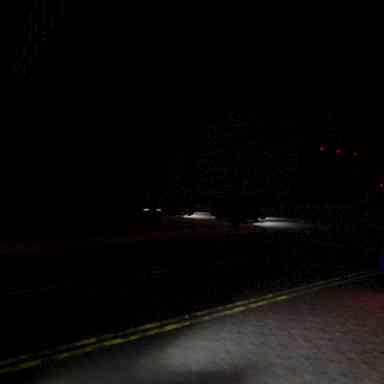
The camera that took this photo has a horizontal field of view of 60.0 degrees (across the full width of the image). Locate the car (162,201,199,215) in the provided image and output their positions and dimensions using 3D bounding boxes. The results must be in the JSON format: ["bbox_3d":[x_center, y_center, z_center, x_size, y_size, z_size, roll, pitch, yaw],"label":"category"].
[{"bbox_3d":[-1.549,1.790,36.416,1.994,1.385,4.181,1,0,-36],"label":"car"}]

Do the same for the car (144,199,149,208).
[{"bbox_3d":[-7.356,1.829,50.523,1.994,1.385,4.181,1,0,-36],"label":"car"}]

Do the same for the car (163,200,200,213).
[{"bbox_3d":[-1.397,1.813,42.203,2.033,1.411,5.357,1,0,-36],"label":"car"}]

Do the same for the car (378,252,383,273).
[{"bbox_3d":[6.939,1.722,8.710,4.718,1.301,1.895,1,0,-35],"label":"car"}]

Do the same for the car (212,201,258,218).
[{"bbox_3d":[4.332,1.771,34.231,1.837,1.490,4.892,1,0,-36],"label":"car"}]

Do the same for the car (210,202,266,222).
[{"bbox_3d":[3.848,1.774,28.919,2.033,1.411,5.357,1,0,-36],"label":"car"}]
